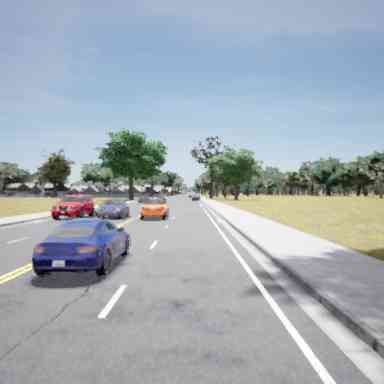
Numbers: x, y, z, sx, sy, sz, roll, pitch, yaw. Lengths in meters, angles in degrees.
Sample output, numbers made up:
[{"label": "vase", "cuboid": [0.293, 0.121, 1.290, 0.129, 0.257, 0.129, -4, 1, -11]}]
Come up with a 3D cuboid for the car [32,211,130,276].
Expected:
[{"label": "car", "cuboid": [-3.158, 1.526, 10.183, 1.812, 1.442, 4.674, 0, 0, 0]}]

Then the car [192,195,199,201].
[{"label": "car", "cuboid": [0.960, 1.627, 89.056, 1.837, 1.490, 4.892, 0, 0, 0]}]

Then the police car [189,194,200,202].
[{"label": "police car", "cuboid": [0.962, 1.523, 79.166, 1.930, 1.638, 5.238, 0, 0, 0]}]

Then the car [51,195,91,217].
[{"label": "car", "cuboid": [-9.851, 1.235, 28.109, 2.150, 2.045, 5.566, 0, 0, 0]}]

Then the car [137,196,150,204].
[{"label": "car", "cuboid": [-9.765, 1.564, 67.302, 1.837, 1.490, 4.892, 0, 0, 0]}]

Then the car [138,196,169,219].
[{"label": "car", "cuboid": [-3.158, 1.362, 29.004, 2.097, 1.767, 4.553, 0, 0, 0]}]

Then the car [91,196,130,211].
[{"label": "car", "cuboid": [-6.601, 1.362, 27.979, 2.097, 1.767, 4.553, 0, 0, 0]}]

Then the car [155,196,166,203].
[{"label": "car", "cuboid": [-6.512, 1.572, 69.922, 1.837, 1.490, 4.892, 0, 0, 0]}]

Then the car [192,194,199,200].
[{"label": "car", "cuboid": [0.959, 1.490, 95.027, 2.097, 1.767, 4.553, 0, 0, 0]}]
